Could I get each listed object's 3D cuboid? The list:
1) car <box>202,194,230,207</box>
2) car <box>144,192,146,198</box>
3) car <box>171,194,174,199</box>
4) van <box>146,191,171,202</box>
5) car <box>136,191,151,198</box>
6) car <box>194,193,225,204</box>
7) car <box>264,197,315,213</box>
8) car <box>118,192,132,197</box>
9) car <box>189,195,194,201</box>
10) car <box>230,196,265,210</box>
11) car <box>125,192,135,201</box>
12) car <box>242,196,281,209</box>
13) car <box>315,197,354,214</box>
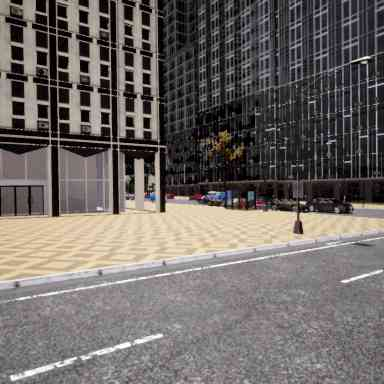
[{"bbox_3d":[3.745,1.320,44.280,1.947,1.339,4.313,0,1,-35],"label":"car"},{"bbox_3d":[-8.682,0.615,77.131,2.192,1.841,5.009,0,1,-35],"label":"car"},{"bbox_3d":[-5.454,0.936,72.456,1.802,1.307,4.206,0,1,-35],"label":"car"},{"bbox_3d":[-5.894,0.937,58.339,1.690,1.788,3.998,0,1,-35],"label":"van"},{"bbox_3d":[-11.911,0.686,81.810,1.967,1.590,4.097,0,1,-35],"label":"car"},{"bbox_3d":[2.812,1.262,50.289,1.895,1.301,4.718,-1,1,-35],"label":"car"},{"bbox_3d":[10.140,1.424,34.880,1.947,1.339,4.313,0,1,-35],"label":"car"},{"bbox_3d":[-18.367,0.688,91.166,2.008,1.369,4.403,0,1,-35],"label":"car"},{"bbox_3d":[1.003,1.043,63.100,1.802,1.307,4.206,0,1,-35],"label":"car"},{"bbox_3d":[6.925,1.388,39.569,1.802,1.307,4.206,0,1,-35],"label":"car"},{"bbox_3d":[-12.351,1.040,67.697,2.008,1.369,4.403,0,1,-35],"label":"car"},{"bbox_3d":[8.651,1.260,41.812,1.837,1.490,4.892,-1,1,-34],"label":"car"},{"bbox_3d":[14.001,1.345,34.059,1.837,1.490,4.892,-1,1,-35],"label":"car"}]
